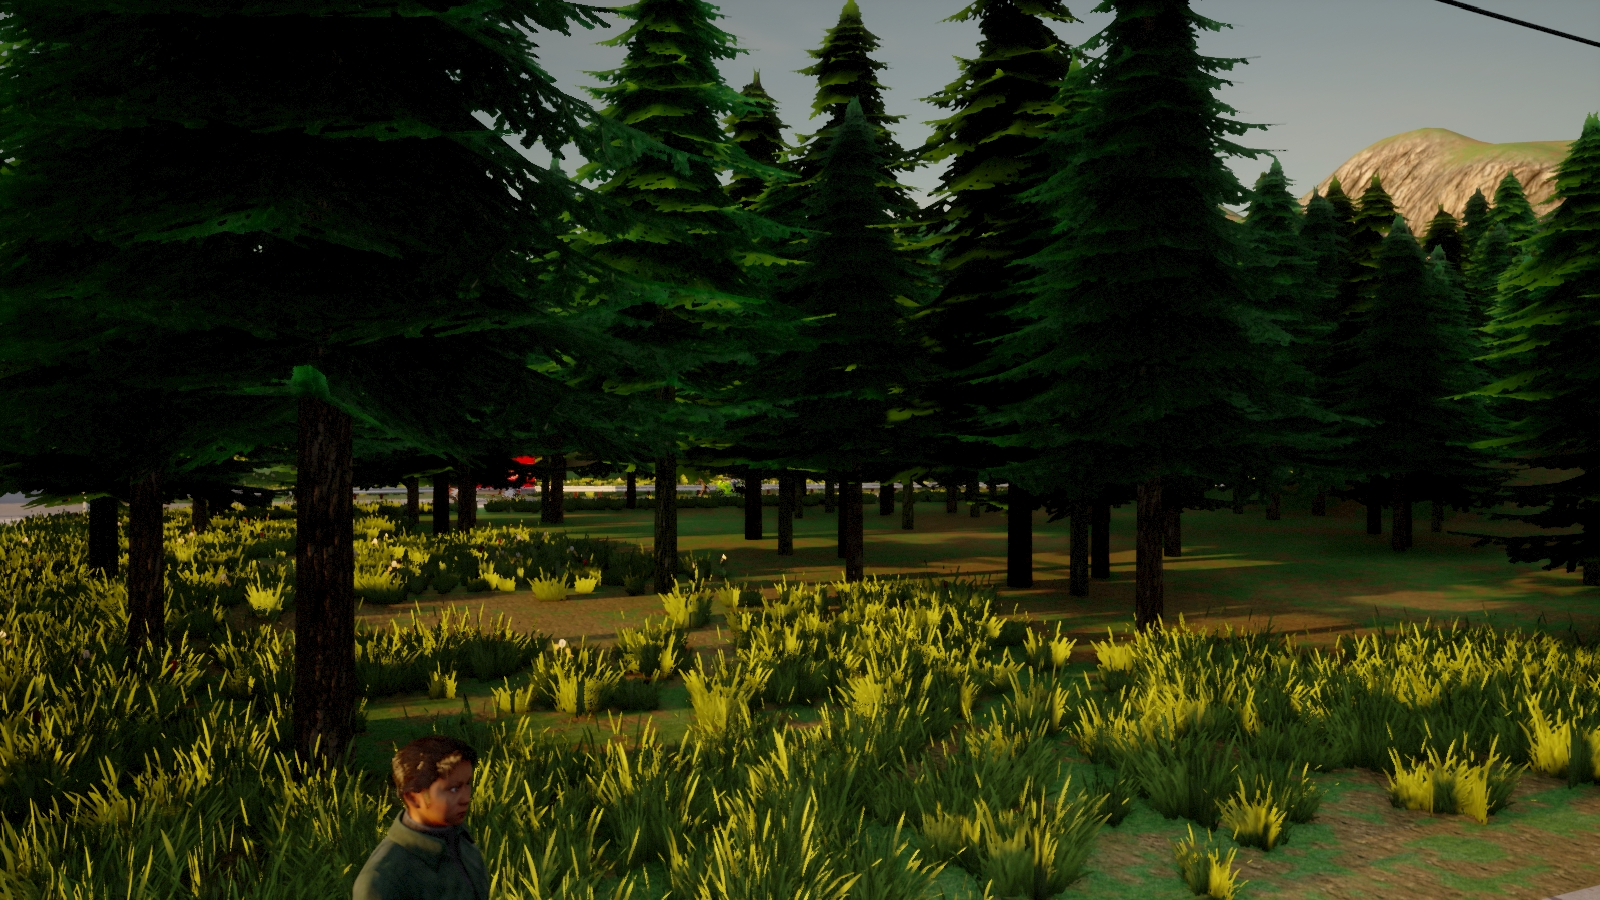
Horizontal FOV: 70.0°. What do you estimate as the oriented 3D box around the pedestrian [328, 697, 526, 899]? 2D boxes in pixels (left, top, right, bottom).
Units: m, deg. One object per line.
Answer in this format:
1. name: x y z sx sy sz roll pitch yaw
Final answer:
1. pedestrian: -1.020 1.663 3.162 0.375 1.860 0.375 0 0 16
